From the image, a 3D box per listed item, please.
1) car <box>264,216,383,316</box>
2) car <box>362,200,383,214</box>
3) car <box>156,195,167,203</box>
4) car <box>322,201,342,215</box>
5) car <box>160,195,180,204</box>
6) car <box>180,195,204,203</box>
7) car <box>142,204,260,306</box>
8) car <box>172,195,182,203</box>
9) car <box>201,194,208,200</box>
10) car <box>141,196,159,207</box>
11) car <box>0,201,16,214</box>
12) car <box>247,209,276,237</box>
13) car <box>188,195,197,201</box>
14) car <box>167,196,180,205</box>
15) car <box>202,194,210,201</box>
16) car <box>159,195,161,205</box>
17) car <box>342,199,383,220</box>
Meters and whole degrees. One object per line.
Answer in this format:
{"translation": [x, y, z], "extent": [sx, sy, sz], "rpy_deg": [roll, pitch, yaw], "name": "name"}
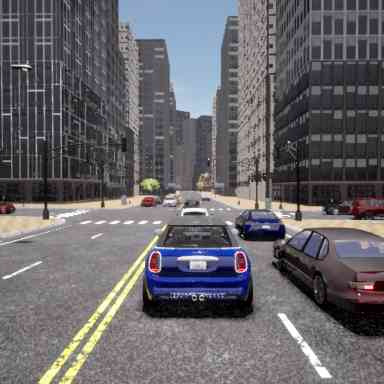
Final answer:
{"translation": [3.362, 1.544, 7.817], "extent": [2.033, 1.411, 5.357], "rpy_deg": [0, 0, 0], "name": "car"}
{"translation": [21.869, 1.643, 37.084], "extent": [4.829, 1.417, 1.752], "rpy_deg": [1, 0, 1], "name": "car"}
{"translation": [-6.388, 1.417, 70.348], "extent": [1.882, 1.535, 5.008], "rpy_deg": [0, 0, 0], "name": "car"}
{"translation": [16.065, 1.614, 34.604], "extent": [4.892, 1.490, 1.837], "rpy_deg": [0, 1, 0], "name": "car"}
{"translation": [-3.262, 1.490, 49.802], "extent": [1.812, 1.442, 4.674], "rpy_deg": [0, 0, 0], "name": "car"}
{"translation": [0.023, 1.462, 44.559], "extent": [2.128, 1.511, 4.902], "rpy_deg": [0, 0, 5], "name": "car"}
{"translation": [0.113, 1.348, 8.158], "extent": [2.097, 1.767, 4.553], "rpy_deg": [0, 0, 0], "name": "car"}
{"translation": [-3.139, 1.418, 69.709], "extent": [1.882, 1.535, 5.008], "rpy_deg": [0, 0, 0], "name": "car"}
{"translation": [3.395, 1.267, 90.034], "extent": [1.812, 1.442, 4.674], "rpy_deg": [0, 0, 0], "name": "car"}
{"translation": [-6.510, 1.442, 50.051], "extent": [1.882, 1.535, 5.008], "rpy_deg": [0, 0, 0], "name": "car"}
{"translation": [-19.341, 1.408, 32.038], "extent": [4.181, 1.385, 1.994], "rpy_deg": [1, 1, 1], "name": "car"}
{"translation": [3.376, 1.555, 17.057], "extent": [1.994, 1.385, 4.181], "rpy_deg": [0, 0, 0], "name": "car"}
{"translation": [0.129, 1.458, 79.623], "extent": [2.033, 1.411, 5.357], "rpy_deg": [0, 0, 0], "name": "car"}
{"translation": [-3.231, 1.501, 59.493], "extent": [2.033, 1.411, 5.357], "rpy_deg": [0, 0, 0], "name": "car"}
{"translation": [3.379, 1.514, 80.062], "extent": [1.895, 1.301, 4.718], "rpy_deg": [0, 0, 0], "name": "car"}
{"translation": [-6.480, 1.500, 59.978], "extent": [2.033, 1.411, 5.357], "rpy_deg": [0, 0, 0], "name": "car"}
{"translation": [16.247, 1.519, 28.807], "extent": [5.009, 1.841, 2.192], "rpy_deg": [1, 0, 1], "name": "car"}
